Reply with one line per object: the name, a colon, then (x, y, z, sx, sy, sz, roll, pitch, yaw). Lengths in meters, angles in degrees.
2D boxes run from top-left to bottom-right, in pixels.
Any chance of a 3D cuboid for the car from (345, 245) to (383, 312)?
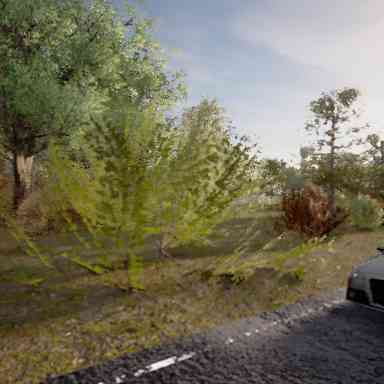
car: (5.025, 1.629, 6.903, 4.181, 1.385, 1.994, 1, 0, -37)
